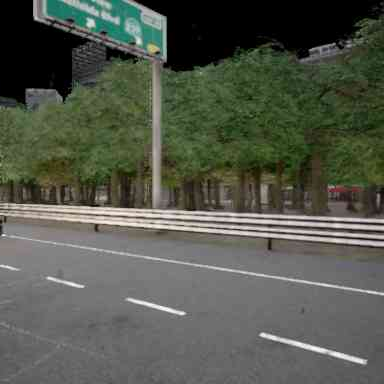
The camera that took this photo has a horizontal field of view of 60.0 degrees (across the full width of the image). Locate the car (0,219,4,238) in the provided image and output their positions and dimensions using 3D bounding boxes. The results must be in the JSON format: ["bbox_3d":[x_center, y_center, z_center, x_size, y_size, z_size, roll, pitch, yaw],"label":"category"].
[{"bbox_3d":[-10.890,1.509,15.943,4.892,1.490,1.837,0,0,36],"label":"car"}]
